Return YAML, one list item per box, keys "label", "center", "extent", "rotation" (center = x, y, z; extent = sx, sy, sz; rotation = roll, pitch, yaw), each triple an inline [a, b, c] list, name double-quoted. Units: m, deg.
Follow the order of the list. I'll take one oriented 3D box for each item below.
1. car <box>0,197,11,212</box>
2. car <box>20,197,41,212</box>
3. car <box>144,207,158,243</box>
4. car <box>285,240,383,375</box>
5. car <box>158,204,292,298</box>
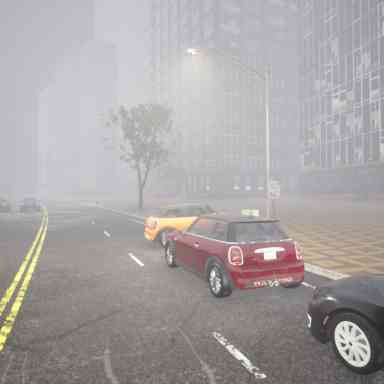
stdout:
- label: "car"
  center: [-22.033, 1.390, 38.002]
  extent: [2.097, 1.767, 4.553]
  rotation: [0, 0, -24]
- label: "car"
  center: [-19.072, 1.393, 39.341]
  extent: [2.097, 1.767, 4.553]
  rotation: [0, 0, -24]
- label: "car"
  center: [0.249, 1.277, 14.598]
  extent: [4.553, 1.767, 2.097]
  rotation: [-3, 1, -18]
- label: "car"
  center: [3.588, 1.505, 3.462]
  extent: [1.837, 1.490, 4.892]
  rotation: [0, 0, -36]
- label: "car"
  center: [0.821, 1.355, 8.916]
  extent: [2.097, 1.767, 4.553]
  rotation: [0, 0, -22]
